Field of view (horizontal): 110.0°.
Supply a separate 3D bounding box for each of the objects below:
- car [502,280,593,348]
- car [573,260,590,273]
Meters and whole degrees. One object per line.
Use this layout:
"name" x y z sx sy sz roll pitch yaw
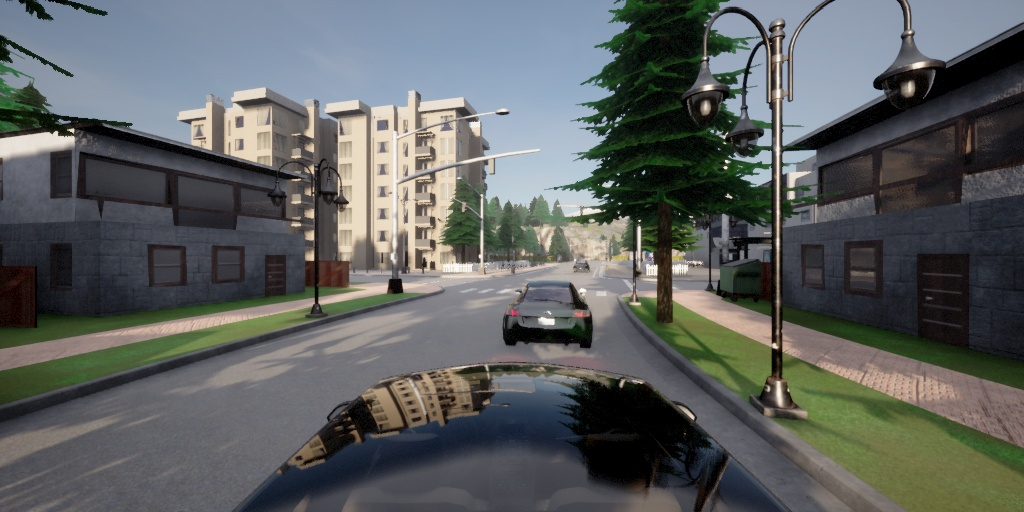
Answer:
"car" 0.994 1.314 9.322 1.994 1.385 4.181 0 0 8
"car" 8.735 1.276 44.869 2.128 1.511 4.902 0 0 14
